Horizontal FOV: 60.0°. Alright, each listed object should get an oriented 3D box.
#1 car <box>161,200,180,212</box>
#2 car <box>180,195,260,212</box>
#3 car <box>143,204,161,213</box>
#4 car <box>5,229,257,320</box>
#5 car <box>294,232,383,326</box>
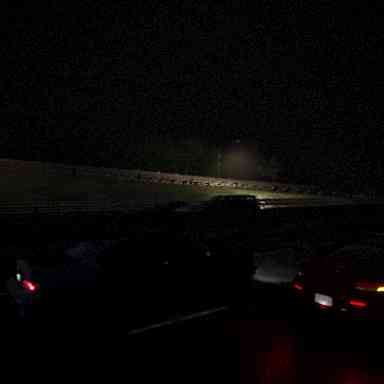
[{"bbox_3d":[0.276,1.525,25.652,4.674,1.442,1.812,0,0,-35],"label":"car"},{"bbox_3d":[2.261,1.220,22.769,5.566,2.045,2.150,0,0,-35],"label":"car"},{"bbox_3d":[-1.793,1.477,28.475,5.008,1.535,1.882,0,0,-35],"label":"car"},{"bbox_3d":[-1.009,1.548,7.344,5.357,1.411,2.033,0,0,-36],"label":"car"},{"bbox_3d":[3.945,1.525,6.558,4.674,1.442,1.812,0,0,-35],"label":"car"}]
